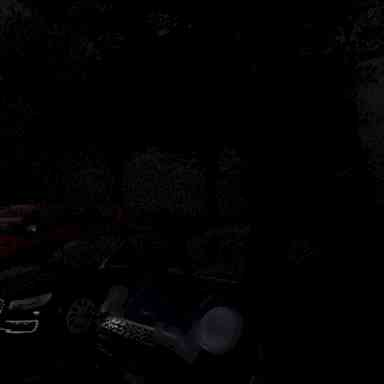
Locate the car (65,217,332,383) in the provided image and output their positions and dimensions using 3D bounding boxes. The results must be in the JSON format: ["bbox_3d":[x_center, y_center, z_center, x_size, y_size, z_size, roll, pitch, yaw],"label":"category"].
[{"bbox_3d":[0.685,1.371,5.310,2.185,1.767,4.553,-1,0,35],"label":"car"}]

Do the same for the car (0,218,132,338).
[{"bbox_3d":[-1.597,1.518,6.907,2.231,1.521,4.892,0,0,35],"label":"car"}]

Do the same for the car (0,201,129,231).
[{"bbox_3d":[-3.885,1.284,8.496,2.435,2.045,5.566,0,0,35],"label":"car"}]
